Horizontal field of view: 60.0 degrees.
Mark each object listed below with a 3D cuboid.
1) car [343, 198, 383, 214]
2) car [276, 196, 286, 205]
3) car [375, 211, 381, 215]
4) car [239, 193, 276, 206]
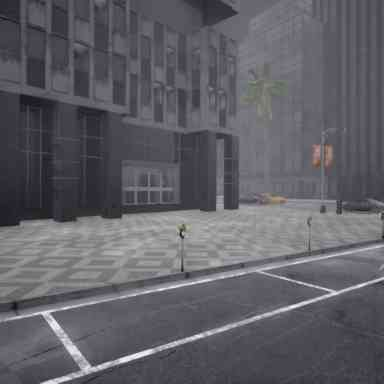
[{"bbox_3d":[16.348,1.303,30.889,1.994,1.385,4.181,0,1,-35],"label":"car"},{"bbox_3d":[10.382,0.963,44.930,1.882,1.535,5.008,0,2,-35],"label":"car"},{"bbox_3d":[9.661,1.553,13.541,4.403,1.369,2.008,0,0,-36],"label":"car"},{"bbox_3d":[7.987,0.992,42.684,1.837,1.490,4.892,0,0,-35],"label":"car"}]
